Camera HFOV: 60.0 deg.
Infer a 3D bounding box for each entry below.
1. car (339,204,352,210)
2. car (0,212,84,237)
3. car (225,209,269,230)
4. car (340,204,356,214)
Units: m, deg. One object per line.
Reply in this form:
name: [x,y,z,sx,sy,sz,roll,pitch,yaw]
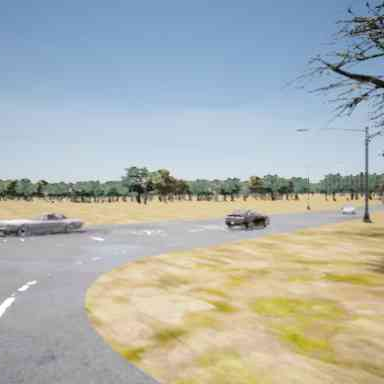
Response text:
car: [38.484,3.712,83.164,1.882,1.535,5.008,0,-1,37]
car: [-8.975,1.883,19.864,1.895,1.301,4.718,0,-2,37]
car: [4.411,2.113,26.047,2.128,1.511,4.902,0,-2,37]
car: [28.689,3.265,60.680,1.812,1.442,4.674,0,-1,30]
